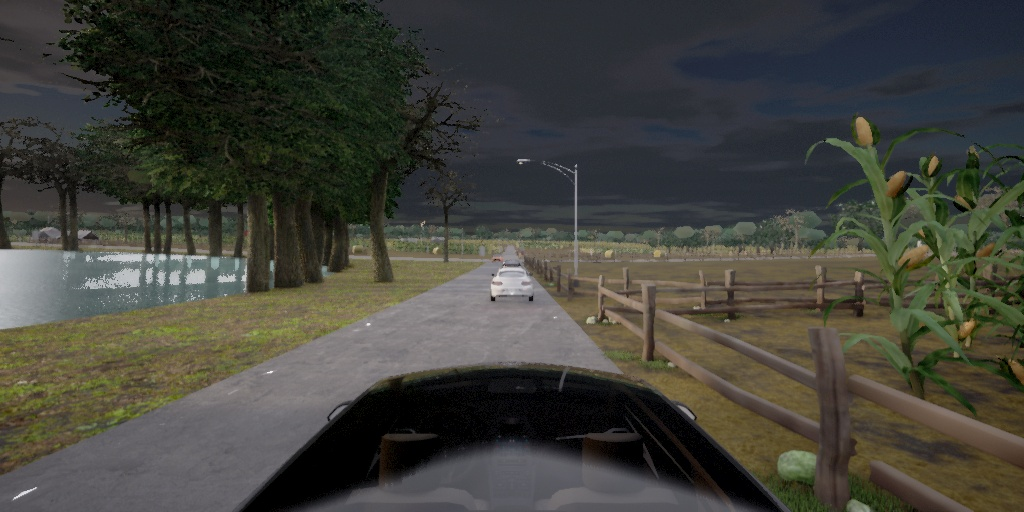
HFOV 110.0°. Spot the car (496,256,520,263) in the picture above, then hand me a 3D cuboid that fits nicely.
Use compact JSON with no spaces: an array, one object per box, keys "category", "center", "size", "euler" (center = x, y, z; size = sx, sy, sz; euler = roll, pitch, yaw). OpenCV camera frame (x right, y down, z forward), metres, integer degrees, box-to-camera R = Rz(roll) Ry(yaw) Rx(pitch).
[{"category":"car","center":[0.001,1.050,31.512],"size":[2.128,1.511,4.902],"euler":[0,1,0]}]

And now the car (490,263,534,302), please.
[{"category":"car","center":[0.000,1.224,16.508],"size":[1.812,1.442,4.674],"euler":[0,0,0]}]
